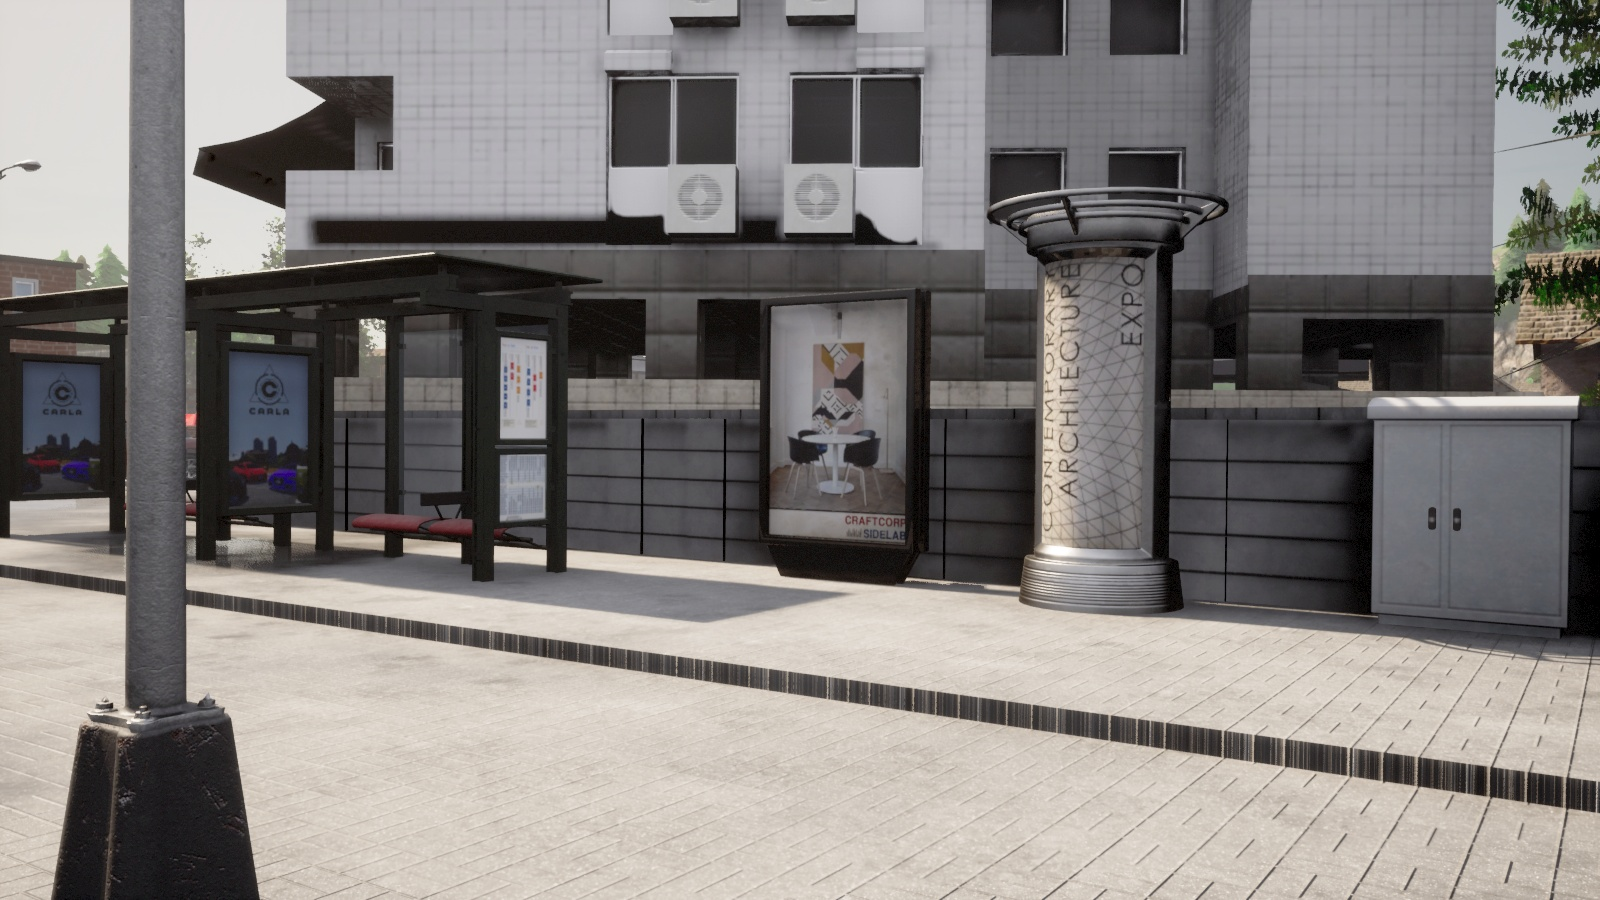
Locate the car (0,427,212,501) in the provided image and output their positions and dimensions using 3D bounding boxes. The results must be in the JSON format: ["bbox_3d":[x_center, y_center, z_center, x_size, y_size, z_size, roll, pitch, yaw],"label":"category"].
[{"bbox_3d":[-18.036,0.308,32.584,2.097,1.767,4.553,0,1,34],"label":"car"}]
